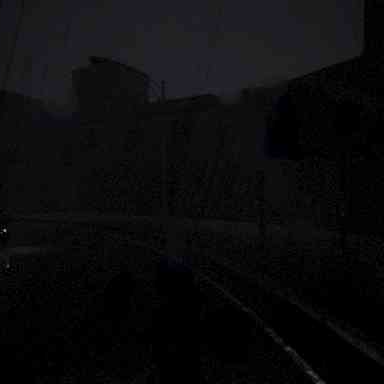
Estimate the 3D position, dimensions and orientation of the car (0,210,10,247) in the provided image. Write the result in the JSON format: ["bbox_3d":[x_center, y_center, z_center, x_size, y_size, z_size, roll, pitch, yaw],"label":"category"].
[{"bbox_3d":[-9.440,1.598,14.347,4.674,1.442,1.812,-1,1,45],"label":"car"}]
